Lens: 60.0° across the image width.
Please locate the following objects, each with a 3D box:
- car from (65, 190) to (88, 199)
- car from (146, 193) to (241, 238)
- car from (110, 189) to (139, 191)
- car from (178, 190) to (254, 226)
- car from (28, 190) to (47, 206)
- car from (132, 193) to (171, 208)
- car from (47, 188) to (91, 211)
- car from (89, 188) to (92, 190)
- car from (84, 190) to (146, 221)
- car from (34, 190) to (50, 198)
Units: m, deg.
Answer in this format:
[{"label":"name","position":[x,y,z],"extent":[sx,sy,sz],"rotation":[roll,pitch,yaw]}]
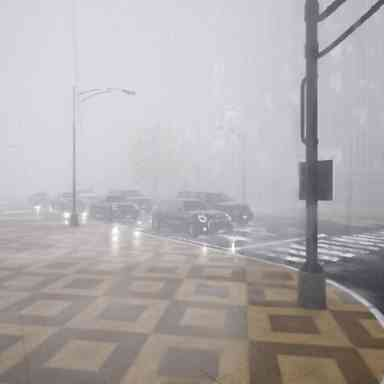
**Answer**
[{"label":"car","position":[-20.169,0.475,58.103],"extent":[2.033,1.411,5.357],"rotation":[0,1,-40]},{"label":"car","position":[-0.088,1.122,16.485],"extent":[2.097,1.767,4.553],"rotation":[0,1,-38]},{"label":"car","position":[-5.519,0.751,28.603],"extent":[2.150,2.045,5.566],"rotation":[0,1,-38]},{"label":"car","position":[1.103,0.948,20.179],"extent":[2.150,2.045,5.566],"rotation":[0,1,-40]},{"label":"car","position":[-17.848,0.770,39.069],"extent":[1.812,1.442,4.674],"rotation":[0,1,-38]},{"label":"car","position":[-4.806,0.934,38.521],"extent":[2.033,1.411,5.357],"rotation":[0,1,-38]},{"label":"car","position":[-11.534,0.784,30.993],"extent":[2.097,1.767,4.553],"rotation":[0,1,-38]},{"label":"car","position":[-12.137,0.555,37.040],"extent":[2.150,2.045,5.566],"rotation":[0,1,-37]},{"label":"car","position":[-5.501,0.963,23.329],"extent":[2.097,1.767,4.553],"rotation":[0,1,-38]},{"label":"car","position":[-28.756,0.278,63.740],"extent":[1.812,1.442,4.674],"rotation":[0,1,-38]}]
